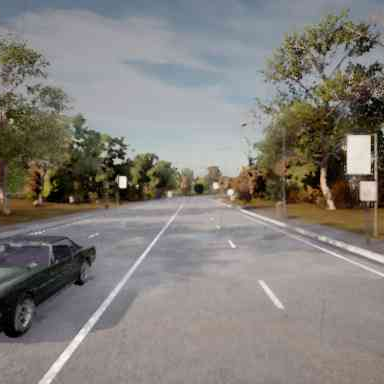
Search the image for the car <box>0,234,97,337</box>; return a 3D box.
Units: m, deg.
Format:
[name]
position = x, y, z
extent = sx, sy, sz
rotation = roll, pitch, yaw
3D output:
[car]
position = -3.535, 1.626, 6.830
extent = 1.895, 1.301, 4.718
rotation = 0, 0, 1
